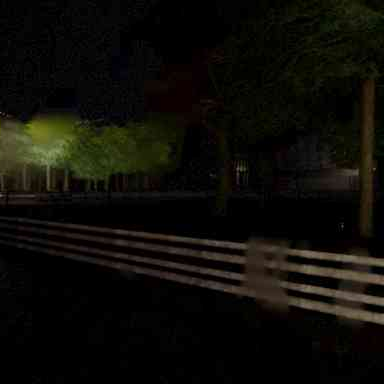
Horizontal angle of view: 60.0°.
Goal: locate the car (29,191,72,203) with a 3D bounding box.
[{"bbox_3d":[-16.773,0.578,39.565,4.792,1.488,2.163,0,0,0],"label":"car"}]
